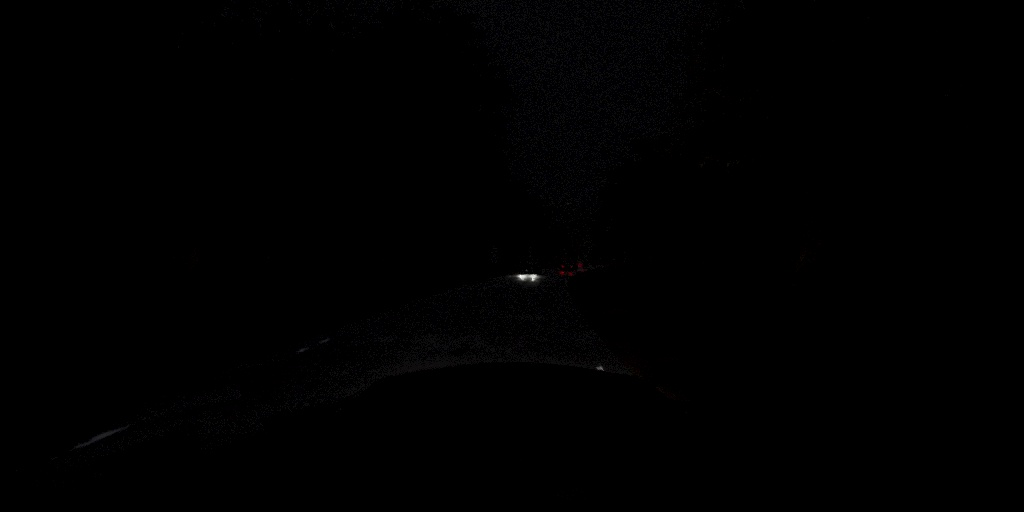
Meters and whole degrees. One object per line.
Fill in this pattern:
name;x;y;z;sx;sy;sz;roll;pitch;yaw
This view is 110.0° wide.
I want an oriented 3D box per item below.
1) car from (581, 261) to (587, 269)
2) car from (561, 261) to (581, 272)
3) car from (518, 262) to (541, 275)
car;11.961;1.554;62.496;1.812;1.442;4.674;0;0;19
car;8.219;1.520;50.872;1.895;1.301;4.718;0;0;18
car;2.084;1.395;41.172;1.994;1.385;4.181;0;0;14
